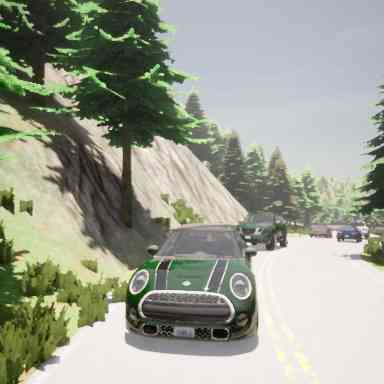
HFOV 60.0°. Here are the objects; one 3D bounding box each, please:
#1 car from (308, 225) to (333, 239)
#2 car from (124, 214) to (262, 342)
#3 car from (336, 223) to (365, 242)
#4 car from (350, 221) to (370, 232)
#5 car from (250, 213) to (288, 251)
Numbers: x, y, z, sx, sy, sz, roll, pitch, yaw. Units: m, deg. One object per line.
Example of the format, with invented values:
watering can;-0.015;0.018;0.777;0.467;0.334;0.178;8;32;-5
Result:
car;14.412;4.411;37.059;1.812;1.442;4.674;0;-5;31
car;0.238;1.484;6.969;2.097;1.767;4.553;0;-2;9
car;14.982;3.982;31.579;1.812;1.442;4.674;0;-6;31
car;20.276;4.629;40.468;2.150;2.045;5.566;0;-6;31
car;4.135;2.245;19.618;2.150;2.045;5.566;-1;-5;27
